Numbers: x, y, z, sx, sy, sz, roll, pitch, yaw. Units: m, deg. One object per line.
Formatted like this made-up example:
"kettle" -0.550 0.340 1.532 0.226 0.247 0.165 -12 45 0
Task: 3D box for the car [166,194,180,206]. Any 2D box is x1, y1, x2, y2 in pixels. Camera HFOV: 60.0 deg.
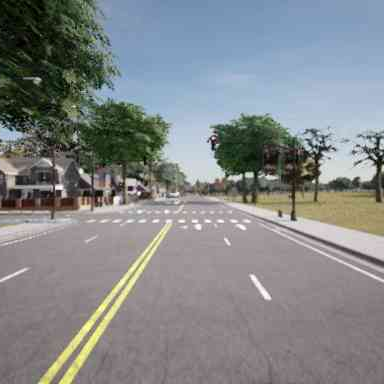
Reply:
"car" -3.274 1.408 57.867 2.150 2.045 5.566 0 2 0
